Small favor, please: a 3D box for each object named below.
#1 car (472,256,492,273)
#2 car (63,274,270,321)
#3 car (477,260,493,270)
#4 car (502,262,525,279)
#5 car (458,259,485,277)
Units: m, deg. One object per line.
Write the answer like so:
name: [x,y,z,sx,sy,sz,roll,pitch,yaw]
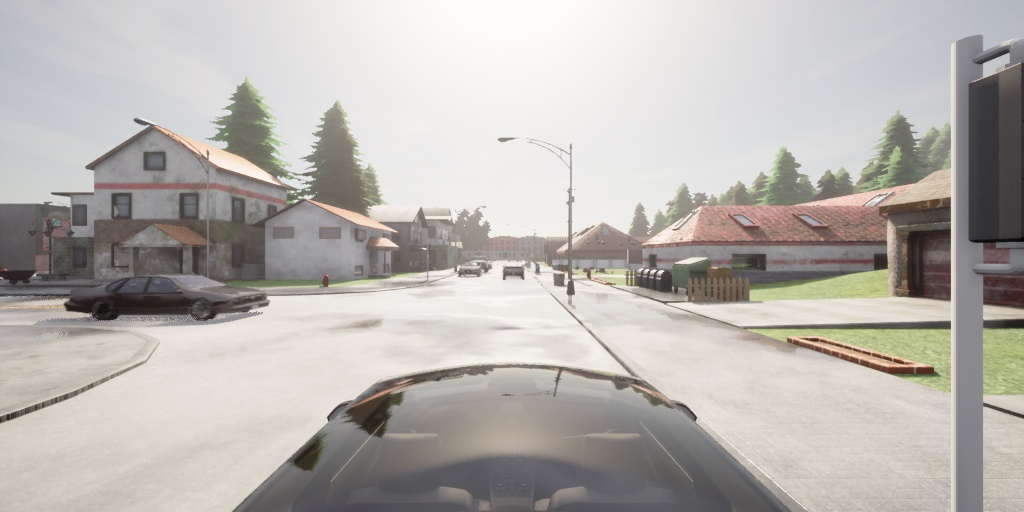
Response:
car: [-4.086,0.971,44.600,2.150,2.045,5.566,0,0,0]
car: [-11.160,1.297,11.818,5.357,1.411,2.033,0,0,-1]
car: [-4.061,1.314,54.539,1.994,1.385,4.181,0,0,0]
car: [0.126,1.241,32.174,2.128,1.511,4.902,0,0,0]
car: [-4.089,1.314,35.454,1.994,1.385,4.181,0,0,0]
